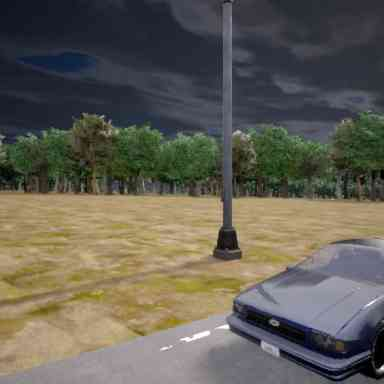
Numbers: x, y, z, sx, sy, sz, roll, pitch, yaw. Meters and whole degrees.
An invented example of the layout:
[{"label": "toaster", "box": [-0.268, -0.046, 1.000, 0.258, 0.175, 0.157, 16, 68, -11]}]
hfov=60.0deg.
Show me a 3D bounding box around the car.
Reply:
[{"label": "car", "box": [3.101, 1.548, 5.696, 5.357, 1.411, 2.033, 0, 0, -37]}]
